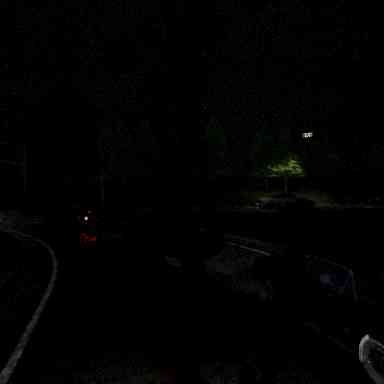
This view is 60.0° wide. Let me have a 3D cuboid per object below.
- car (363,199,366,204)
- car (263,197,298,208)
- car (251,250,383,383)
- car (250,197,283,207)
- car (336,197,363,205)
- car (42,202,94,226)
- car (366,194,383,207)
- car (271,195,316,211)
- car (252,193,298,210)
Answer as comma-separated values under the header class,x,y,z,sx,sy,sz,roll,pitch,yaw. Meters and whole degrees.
class,x,y,z,sx,sy,sz,roll,pitch,yaw
car,28.799,1.108,50.213,4.553,1.767,2.097,0,0,-17
car,11.900,1.425,44.893,4.181,1.385,1.994,0,0,-17
car,2.639,1.577,5.225,1.895,1.301,4.718,0,0,-13
car,10.783,1.426,48.207,4.181,1.385,1.994,0,0,-17
car,25.235,1.374,52.766,4.718,1.301,1.895,0,0,-17
car,-8.958,1.518,23.894,4.892,1.490,1.837,0,0,40
car,26.800,1.339,45.923,4.181,1.385,1.994,0,0,-17
car,11.767,1.399,37.519,4.674,1.442,1.812,0,0,-17
car,10.536,1.097,40.799,5.566,2.045,2.150,0,0,-16
